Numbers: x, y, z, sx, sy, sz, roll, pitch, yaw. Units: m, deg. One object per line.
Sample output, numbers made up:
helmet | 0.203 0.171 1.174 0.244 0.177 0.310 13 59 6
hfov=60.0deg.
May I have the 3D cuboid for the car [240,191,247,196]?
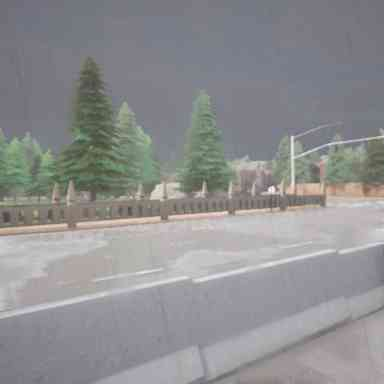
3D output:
car | 8.842 0.566 59.565 1.882 1.535 5.008 -2 1 -35
